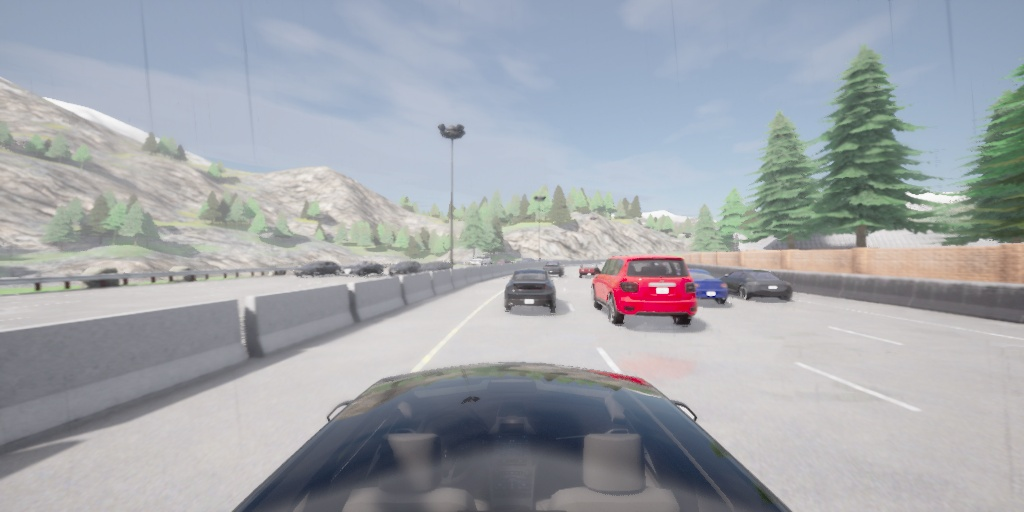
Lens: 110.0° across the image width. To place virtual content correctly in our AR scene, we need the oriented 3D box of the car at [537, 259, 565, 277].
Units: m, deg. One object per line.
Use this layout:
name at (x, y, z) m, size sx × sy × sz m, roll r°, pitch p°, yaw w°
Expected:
car at (4.199, 1.261, 35.795) m, size 2.128 × 1.511 × 4.902 m, roll 0°, pitch 0°, yaw 13°

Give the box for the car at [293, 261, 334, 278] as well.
car at (-17.948, 1.214, 33.371) m, size 1.837 × 1.490 × 4.892 m, roll 0°, pitch 0°, yaw 11°

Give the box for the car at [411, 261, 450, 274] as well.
car at (-7.210, 1.243, 33.613) m, size 1.837 × 1.490 × 4.892 m, roll 0°, pitch 0°, yaw 12°

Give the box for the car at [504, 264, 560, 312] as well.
car at (0.778, 1.260, 14.302) m, size 1.837 × 1.490 × 4.892 m, roll 0°, pitch 0°, yaw 5°

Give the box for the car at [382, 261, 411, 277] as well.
car at (-10.391, 1.235, 35.507) m, size 1.837 × 1.490 × 4.892 m, roll 0°, pitch 0°, yaw 12°

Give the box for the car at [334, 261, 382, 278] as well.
car at (-14.190, 1.211, 34.337) m, size 2.128 × 1.511 × 4.902 m, roll 0°, pitch 0°, yaw 11°

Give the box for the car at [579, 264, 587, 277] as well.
car at (7.580, 1.380, 35.032) m, size 1.895 × 1.301 × 4.718 m, roll 0°, pitch 0°, yaw 13°

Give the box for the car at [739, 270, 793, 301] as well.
car at (11.682, 1.350, 17.726) m, size 1.994 × 1.385 × 4.181 m, roll 0°, pitch 0°, yaw 7°

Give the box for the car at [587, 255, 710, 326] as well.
car at (4.059, 0.985, 11.902) m, size 2.150 × 2.045 × 5.566 m, roll 0°, pitch 0°, yaw 4°

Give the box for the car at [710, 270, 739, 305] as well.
car at (7.975, 1.301, 16.225) m, size 1.812 × 1.442 × 4.674 m, roll 0°, pitch 0°, yaw 6°
